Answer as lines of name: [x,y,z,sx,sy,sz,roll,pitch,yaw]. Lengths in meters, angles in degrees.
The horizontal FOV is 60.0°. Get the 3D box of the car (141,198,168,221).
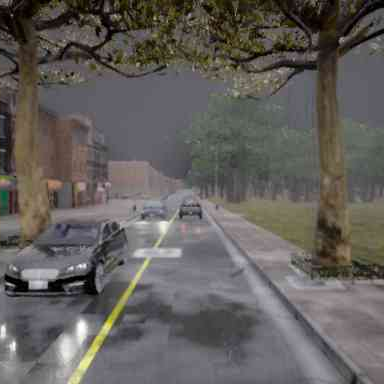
car: [-2.940,1.440,26.721,1.812,1.442,4.674,0,0,0]

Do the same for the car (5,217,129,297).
car: [-2.891,1.460,8.677,2.128,1.511,4.902,0,0,0]

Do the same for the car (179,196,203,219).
car: [-0.093,1.398,27.844,2.128,1.511,4.902,0,0,0]

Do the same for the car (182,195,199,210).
car: [-0.188,1.243,42.640,2.097,1.767,4.553,0,0,0]
